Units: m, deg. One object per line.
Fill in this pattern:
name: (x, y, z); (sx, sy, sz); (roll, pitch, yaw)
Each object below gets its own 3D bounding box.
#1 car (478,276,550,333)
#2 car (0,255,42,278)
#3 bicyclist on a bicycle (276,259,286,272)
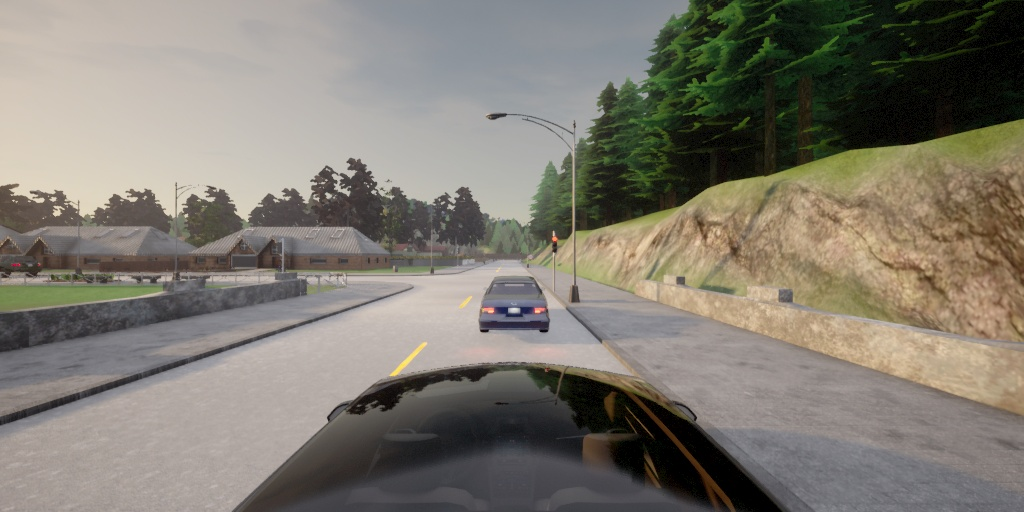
car: (0.064, 1.297, 10.749); (2.033, 1.411, 5.357); (0, 0, 0)
car: (-47.370, 0.971, 33.288); (5.566, 2.045, 2.150); (0, 0, 1)
bicyclist on a bicycle: (-24.157, 1.099, 37.533); (0.582, 1.620, 1.656); (0, 0, 0)
